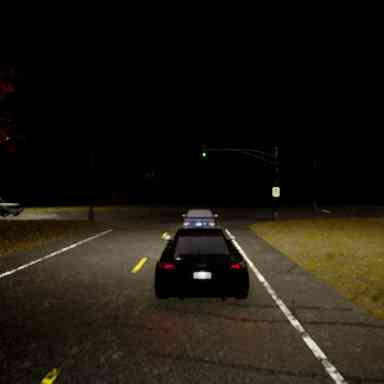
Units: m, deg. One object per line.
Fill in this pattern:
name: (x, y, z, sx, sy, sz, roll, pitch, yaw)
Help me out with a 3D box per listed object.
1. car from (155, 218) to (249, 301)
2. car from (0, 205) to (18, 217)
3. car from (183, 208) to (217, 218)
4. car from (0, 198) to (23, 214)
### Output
car: (0.205, 1.597, 8.474, 1.994, 1.385, 4.181, 0, 0, 0)
car: (-3.576, 1.229, 1.893, 2.150, 2.045, 5.566, 0, 0, 0)
car: (0.447, 1.617, 18.678, 2.033, 1.411, 5.357, 0, 0, 2)
car: (-21.516, 1.645, 36.288, 5.566, 2.045, 2.150, -1, 1, 3)
